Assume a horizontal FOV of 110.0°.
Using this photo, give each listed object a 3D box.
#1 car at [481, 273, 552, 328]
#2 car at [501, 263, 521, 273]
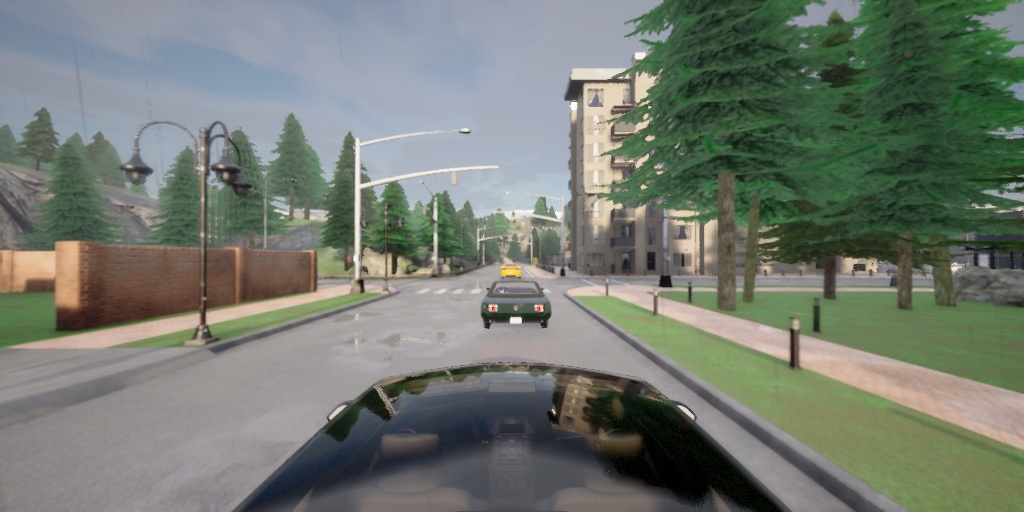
[{"bbox_3d":[0.106,1.403,11.588,1.895,1.301,4.718,0,0,0],"label":"car"},{"bbox_3d":[-0.110,1.436,36.229,1.882,1.535,5.008,0,-1,0],"label":"car"}]
